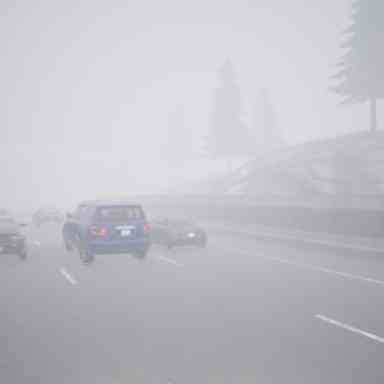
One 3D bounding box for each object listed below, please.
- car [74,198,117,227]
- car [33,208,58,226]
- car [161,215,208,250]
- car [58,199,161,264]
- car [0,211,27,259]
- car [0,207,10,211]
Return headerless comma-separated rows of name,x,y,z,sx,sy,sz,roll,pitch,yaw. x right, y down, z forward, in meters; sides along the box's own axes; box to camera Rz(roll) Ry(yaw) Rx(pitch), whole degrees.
car,-8.084,1.555,27.497,2.150,2.045,5.566,1,-1,-30
car,-11.333,1.900,26.133,1.895,1.301,4.718,1,-1,-30
car,-1.024,1.769,15.588,1.994,1.385,4.181,1,-1,-30
car,-3.422,1.379,12.755,2.150,2.045,5.566,1,-1,-30
car,-7.350,1.662,12.547,1.812,1.442,4.674,1,-1,-30
car,-14.725,1.835,25.036,1.994,1.385,4.181,1,-1,-29
